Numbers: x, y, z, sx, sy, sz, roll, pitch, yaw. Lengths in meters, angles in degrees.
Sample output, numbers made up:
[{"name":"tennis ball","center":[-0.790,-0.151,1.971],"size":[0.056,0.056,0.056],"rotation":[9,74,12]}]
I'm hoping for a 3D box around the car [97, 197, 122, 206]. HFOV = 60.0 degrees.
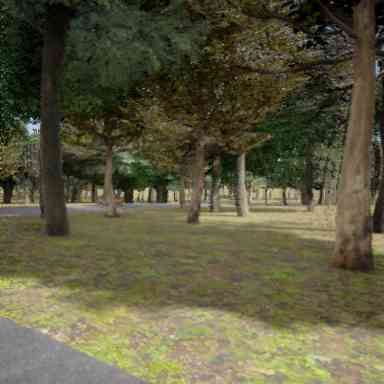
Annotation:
[{"name":"car","center":[-14.420,1.640,58.190],"size":[2.097,1.767,4.553],"rotation":[3,1,33]}]
